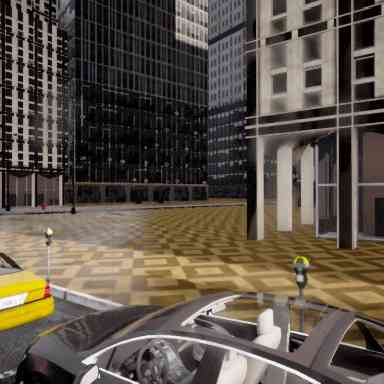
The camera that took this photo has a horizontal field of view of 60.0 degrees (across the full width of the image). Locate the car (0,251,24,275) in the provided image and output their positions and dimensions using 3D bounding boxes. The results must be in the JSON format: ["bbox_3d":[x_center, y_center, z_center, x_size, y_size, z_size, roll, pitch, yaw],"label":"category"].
[{"bbox_3d":[-4.464,1.525,6.064,4.829,1.417,1.752,0,0,36],"label":"car"}]

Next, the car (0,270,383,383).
[{"bbox_3d":[0.290,1.551,2.670,4.403,1.369,2.008,0,0,36],"label":"car"}]
